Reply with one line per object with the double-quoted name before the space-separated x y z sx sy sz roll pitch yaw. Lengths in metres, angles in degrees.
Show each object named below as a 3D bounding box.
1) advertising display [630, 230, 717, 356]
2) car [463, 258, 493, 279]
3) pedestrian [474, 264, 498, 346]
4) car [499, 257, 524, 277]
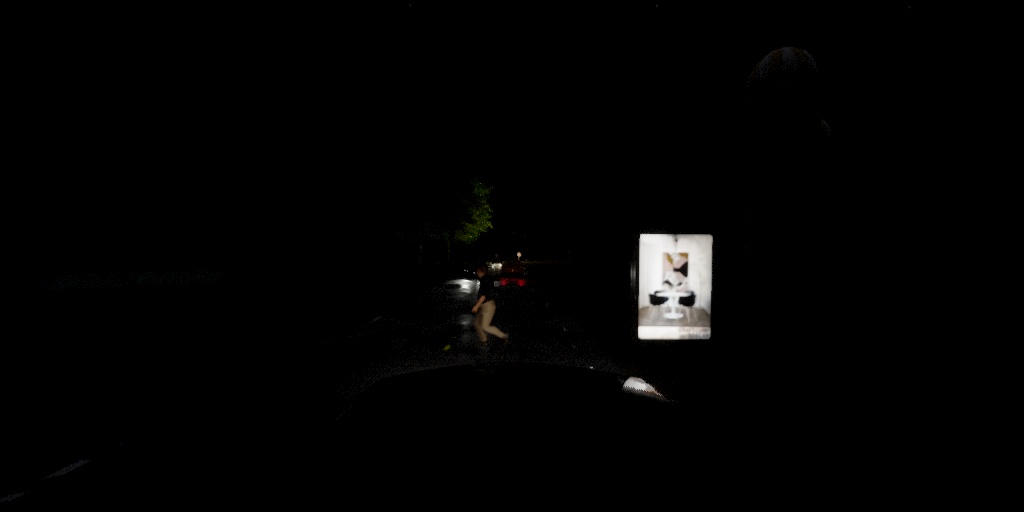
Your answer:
"advertising display" 3.118 0.733 7.021 1.540 2.440 0.280 0 0 0
"car" -2.886 1.064 29.806 1.837 1.490 4.892 0 0 0
"pedestrian" -0.551 0.999 7.641 0.375 1.860 0.375 -1 1 0
"car" 0.046 1.023 32.176 1.882 1.535 5.008 0 0 0
